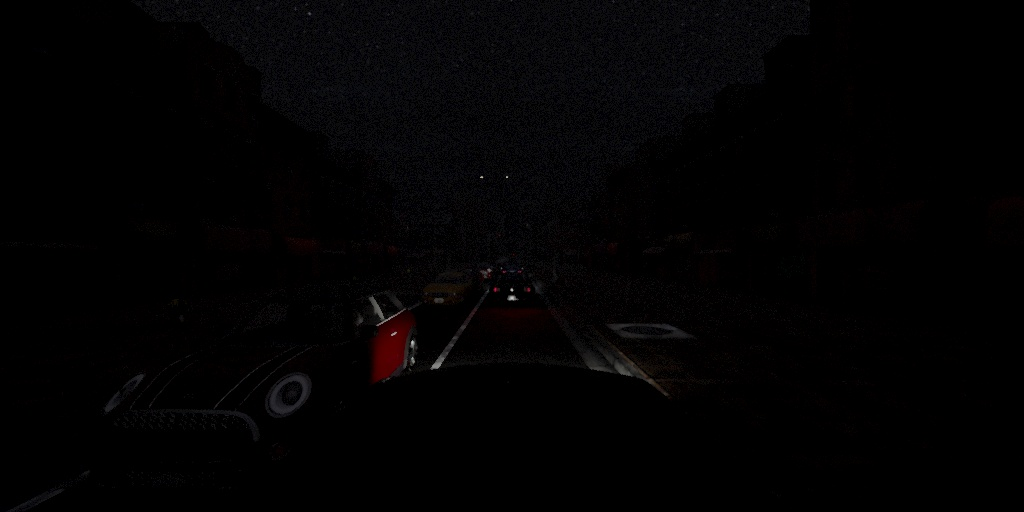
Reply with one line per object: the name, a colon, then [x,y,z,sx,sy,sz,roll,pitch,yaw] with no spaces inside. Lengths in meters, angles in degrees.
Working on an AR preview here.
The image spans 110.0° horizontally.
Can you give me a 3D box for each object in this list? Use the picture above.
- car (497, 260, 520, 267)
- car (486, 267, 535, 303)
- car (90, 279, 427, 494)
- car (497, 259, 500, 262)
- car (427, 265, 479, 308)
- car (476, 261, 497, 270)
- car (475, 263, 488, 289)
car: [0.000,1.344,31.501,2.033,1.411,5.357,0,0,0]
car: [0.000,1.376,16.530,1.895,1.301,4.718,0,0,0]
car: [-2.637,1.190,4.744,1.967,1.591,4.097,0,0,0]
car: [-2.637,1.366,42.403,1.948,1.339,4.313,0,0,0]
car: [-2.637,1.283,15.334,1.751,1.417,4.829,0,0,0]
car: [-2.637,1.220,31.643,1.967,1.591,4.097,0,0,0]
car: [-2.637,1.309,20.883,1.888,1.381,4.507,0,0,0]
